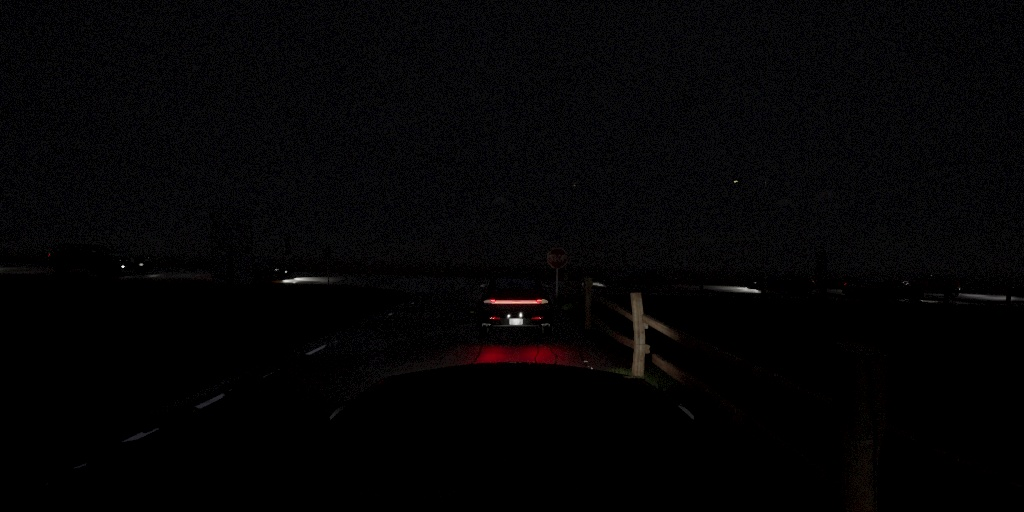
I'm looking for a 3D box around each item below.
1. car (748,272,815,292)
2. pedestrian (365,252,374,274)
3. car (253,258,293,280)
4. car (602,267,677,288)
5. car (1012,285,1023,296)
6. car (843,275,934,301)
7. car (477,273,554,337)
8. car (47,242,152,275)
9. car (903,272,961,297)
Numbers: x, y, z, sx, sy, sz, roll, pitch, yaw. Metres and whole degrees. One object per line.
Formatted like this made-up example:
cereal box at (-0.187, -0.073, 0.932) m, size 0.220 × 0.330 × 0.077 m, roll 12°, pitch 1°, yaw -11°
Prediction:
car at (20.513, 1.919, 27.340) m, size 4.181 × 1.385 × 1.994 m, roll 2°, pitch 3°, yaw 0°
pedestrian at (-12.092, 0.529, 30.438) m, size 0.375 × 1.860 × 0.375 m, roll 0°, pitch 1°, yaw 0°
car at (-17.434, 0.840, 24.498) m, size 4.181 × 1.385 × 1.994 m, roll 2°, pitch 3°, yaw 0°
car at (9.718, 1.552, 27.356) m, size 5.357 × 1.411 × 2.033 m, roll 2°, pitch 4°, yaw 0°
car at (41.230, 2.576, 27.253) m, size 4.718 × 1.301 × 1.895 m, roll 2°, pitch 3°, yaw 0°
car at (25.213, 2.203, 24.384) m, size 4.181 × 1.385 × 1.994 m, roll 2°, pitch 3°, yaw 0°
car at (0.076, 1.234, 10.328) m, size 2.128 × 1.511 × 4.902 m, roll 0°, pitch 0°, yaw 0°
car at (-28.082, 0.143, 24.507) m, size 5.566 × 2.045 × 2.150 m, roll 2°, pitch 3°, yaw 0°
car at (30.925, 2.027, 27.297) m, size 4.553 × 1.767 × 2.097 m, roll 2°, pitch 3°, yaw 0°
